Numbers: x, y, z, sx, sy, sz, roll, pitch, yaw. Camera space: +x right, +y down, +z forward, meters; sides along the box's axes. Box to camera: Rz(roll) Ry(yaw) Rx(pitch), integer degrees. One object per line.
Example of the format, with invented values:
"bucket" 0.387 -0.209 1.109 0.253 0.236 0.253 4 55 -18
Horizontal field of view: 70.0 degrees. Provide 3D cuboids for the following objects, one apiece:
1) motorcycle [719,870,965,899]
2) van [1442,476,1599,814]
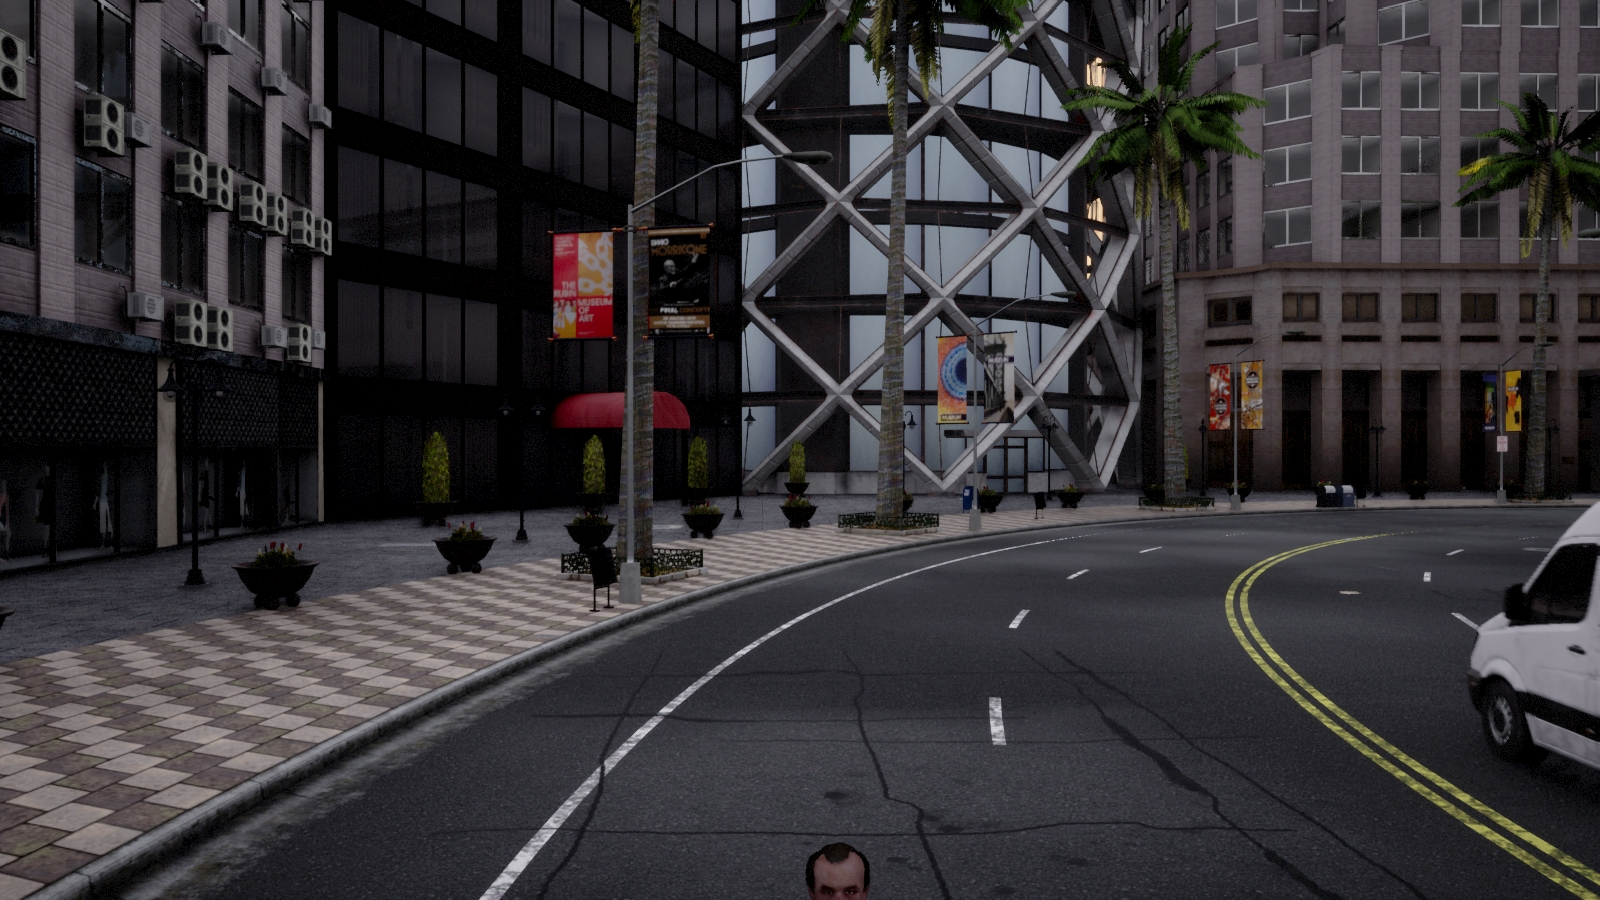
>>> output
"motorcycle" 0.124 2.182 3.338 0.856 1.236 1.805 0 0 2
"van" 7.151 1.534 8.331 1.988 2.561 5.915 0 0 4
